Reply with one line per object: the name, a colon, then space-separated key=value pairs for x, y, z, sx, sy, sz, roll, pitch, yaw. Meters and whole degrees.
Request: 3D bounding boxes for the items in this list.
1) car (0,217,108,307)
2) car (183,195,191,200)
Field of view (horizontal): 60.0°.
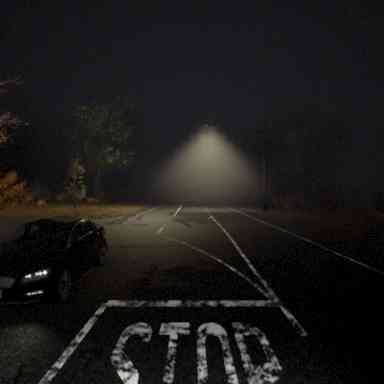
car: x=-3.474 y=1.436 z=8.231 sx=2.128 sy=1.511 sz=4.902 roll=0 pitch=2 yaw=0
car: x=-1.532 y=1.588 z=95.602 sx=1.994 sy=1.385 sz=4.181 roll=0 pitch=0 yaw=5
